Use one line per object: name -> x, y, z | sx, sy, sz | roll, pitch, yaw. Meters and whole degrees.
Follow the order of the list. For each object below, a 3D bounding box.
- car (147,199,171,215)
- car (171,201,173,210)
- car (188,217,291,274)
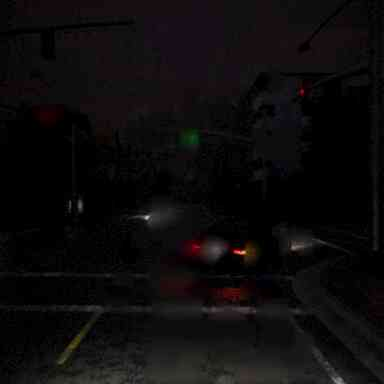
car -> -3.597, 1.607, 35.286 | 1.812, 1.442, 4.674 | 0, 0, 0
car -> -3.578, 1.629, 45.026 | 1.812, 1.442, 4.674 | 0, 0, 0
car -> 1.797, 1.543, 10.789 | 2.033, 1.411, 5.357 | 1, 1, 28
